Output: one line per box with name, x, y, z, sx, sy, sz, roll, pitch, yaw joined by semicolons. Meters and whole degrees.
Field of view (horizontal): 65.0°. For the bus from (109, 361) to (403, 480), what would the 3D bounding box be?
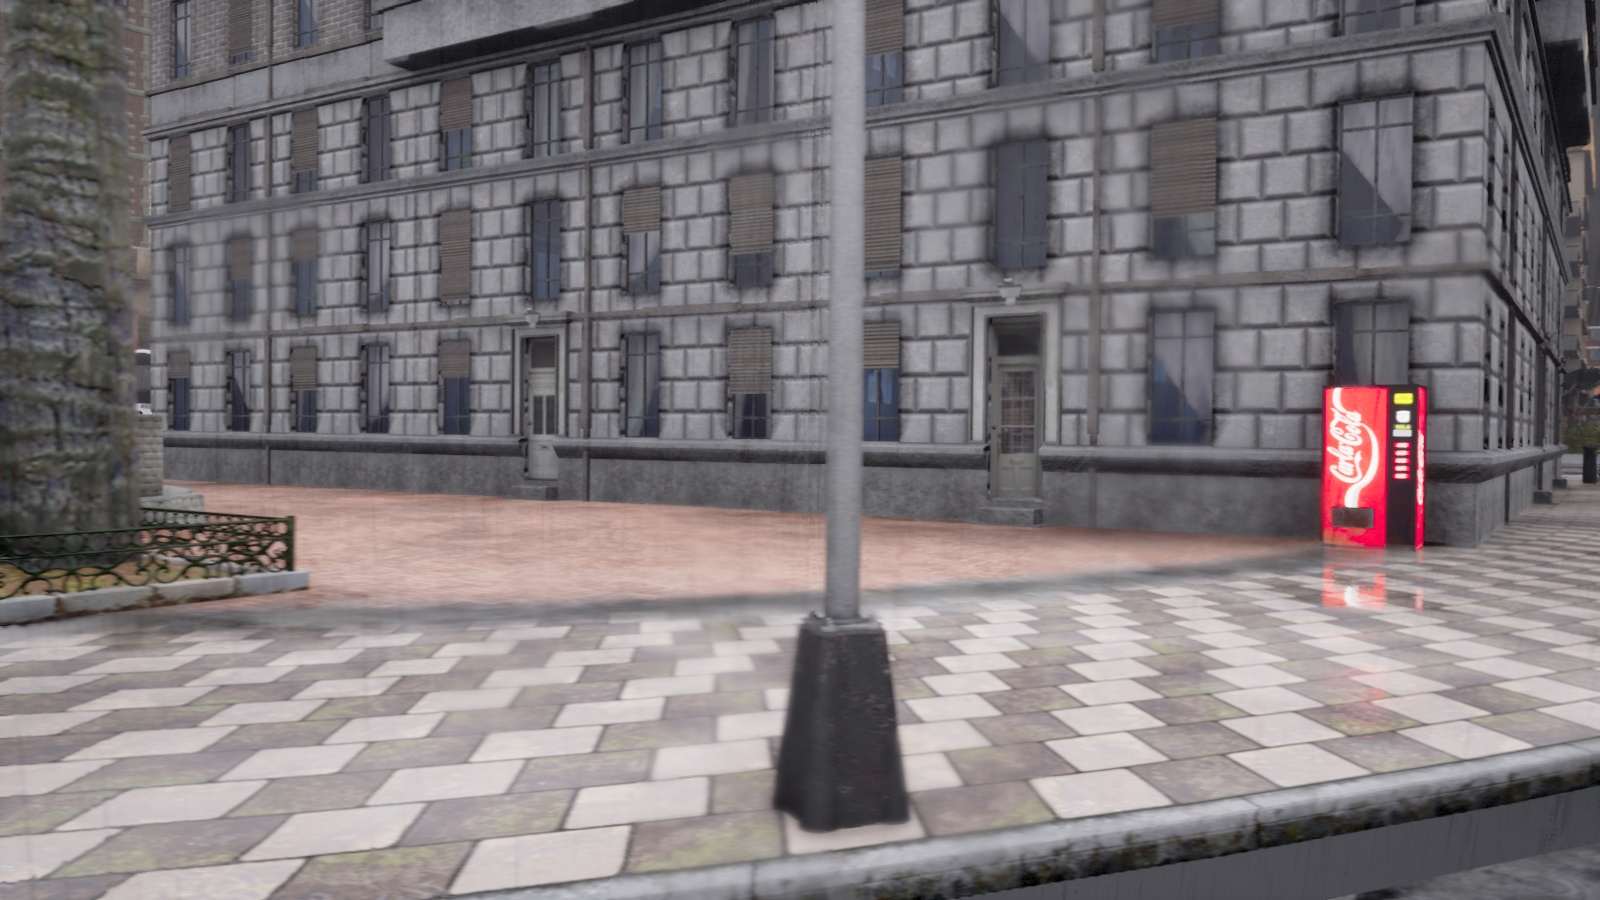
bus;-21.435;-1.107;50.332;3.944;4.253;10.273;0;1;33
